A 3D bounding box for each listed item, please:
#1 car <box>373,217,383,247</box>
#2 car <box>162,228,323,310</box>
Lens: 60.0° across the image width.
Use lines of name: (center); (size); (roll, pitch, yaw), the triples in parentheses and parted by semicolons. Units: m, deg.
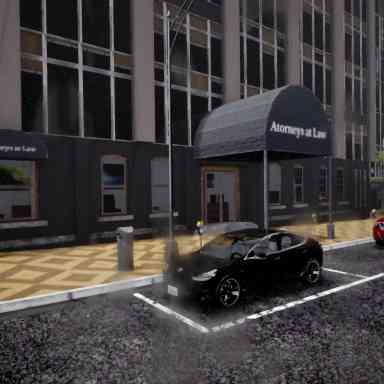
car: (9.633, 1.310, 14.045); (5.009, 1.841, 2.192); (0, -1, -37)
car: (1.360, 1.564, 7.838); (4.313, 1.339, 1.947); (0, -1, -37)
